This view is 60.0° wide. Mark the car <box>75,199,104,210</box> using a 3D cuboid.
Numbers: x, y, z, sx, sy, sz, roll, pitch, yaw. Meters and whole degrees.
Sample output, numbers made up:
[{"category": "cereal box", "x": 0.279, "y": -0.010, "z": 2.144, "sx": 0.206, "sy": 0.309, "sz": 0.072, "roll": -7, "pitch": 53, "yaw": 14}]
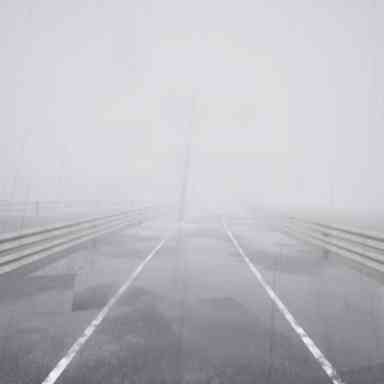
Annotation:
[{"category": "car", "x": -14.880, "y": 1.703, "z": 48.296, "sx": 2.033, "sy": 1.411, "sz": 5.357, "roll": 0, "pitch": -1, "yaw": 16}]

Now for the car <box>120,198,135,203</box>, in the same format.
[{"category": "car", "x": -13.058, "y": 1.949, "z": 66.355, "sx": 1.994, "sy": 1.385, "sz": 4.181, "roll": 0, "pitch": -1, "yaw": 17}]

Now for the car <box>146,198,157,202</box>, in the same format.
[{"category": "car", "x": -10.668, "y": 2.191, "z": 84.729, "sx": 1.882, "sy": 1.535, "sz": 5.008, "roll": 0, "pitch": -1, "yaw": 19}]
